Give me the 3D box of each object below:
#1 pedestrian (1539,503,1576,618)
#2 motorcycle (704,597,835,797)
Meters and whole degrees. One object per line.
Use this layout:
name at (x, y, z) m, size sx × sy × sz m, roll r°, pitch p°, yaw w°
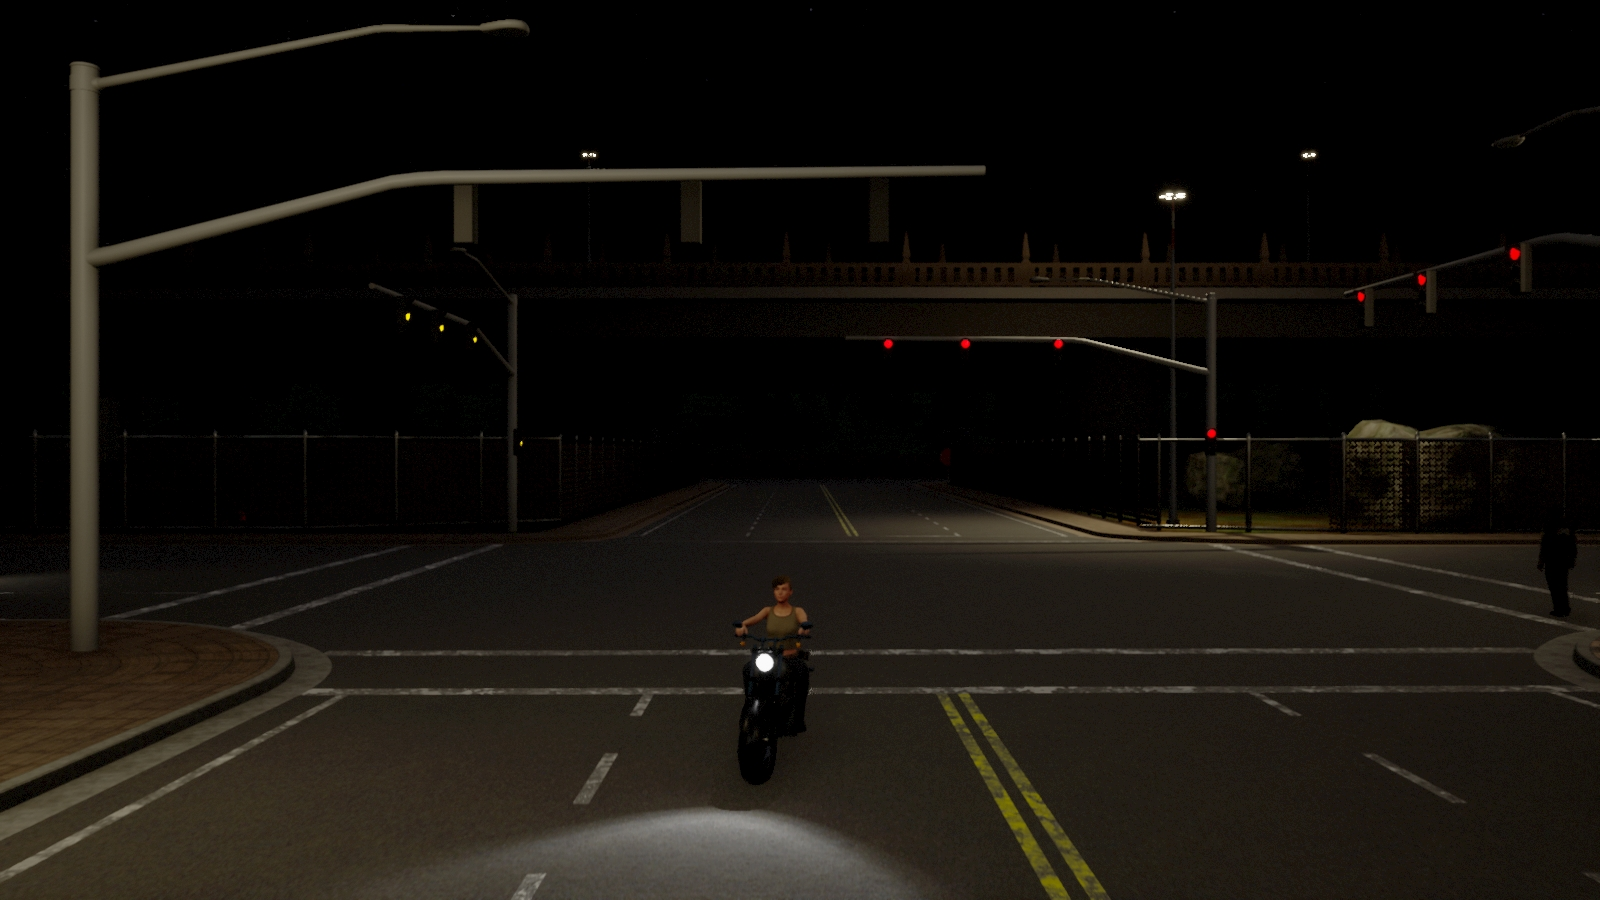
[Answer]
pedestrian at (12.451, 1.808, 18.782) m, size 0.375 × 1.860 × 0.375 m, roll 0°, pitch 0°, yaw 7°
motorcycle at (-0.218, 2.163, 10.513) m, size 0.764 × 1.307 × 2.356 m, roll 0°, pitch 0°, yaw 10°
